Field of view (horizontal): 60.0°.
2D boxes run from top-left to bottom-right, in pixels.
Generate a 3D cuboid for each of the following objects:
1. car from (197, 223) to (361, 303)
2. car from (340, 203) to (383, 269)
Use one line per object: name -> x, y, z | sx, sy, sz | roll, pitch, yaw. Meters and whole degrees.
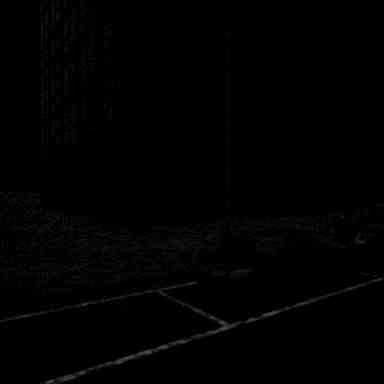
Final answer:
car -> 2.074, 1.580, 8.129 | 4.206, 1.307, 1.802 | 0, 0, -35
car -> 6.491, 1.312, 11.280 | 5.009, 1.841, 2.192 | 0, 0, -35
